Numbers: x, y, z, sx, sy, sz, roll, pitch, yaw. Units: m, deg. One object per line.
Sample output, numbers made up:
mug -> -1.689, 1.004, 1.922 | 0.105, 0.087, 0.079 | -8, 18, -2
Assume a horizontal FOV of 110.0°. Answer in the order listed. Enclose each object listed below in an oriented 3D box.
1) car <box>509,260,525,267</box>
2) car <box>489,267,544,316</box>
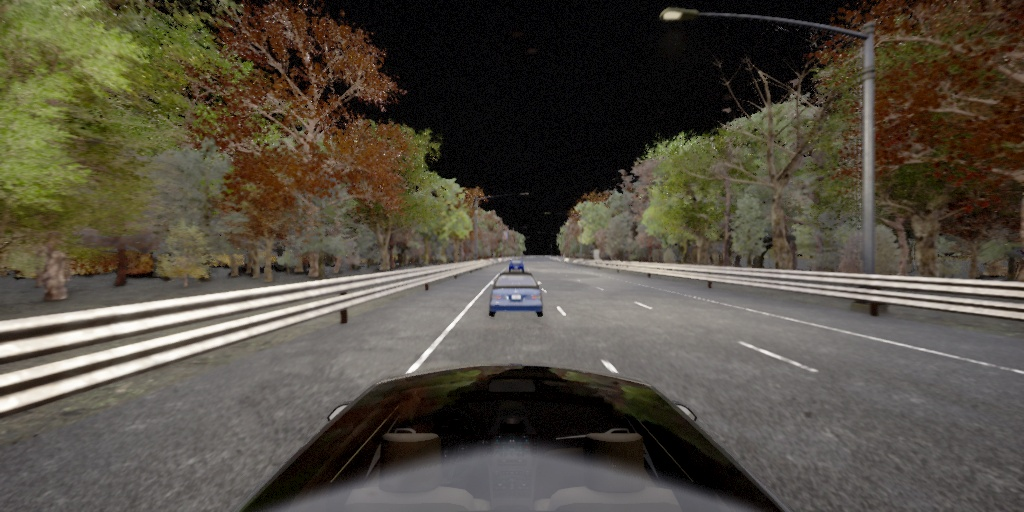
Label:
car -> 0.572, 1.212, 45.701 | 1.882, 1.535, 5.008 | 0, 0, 1
car -> 0.139, 1.294, 13.402 | 2.033, 1.411, 5.357 | 0, 0, 0
